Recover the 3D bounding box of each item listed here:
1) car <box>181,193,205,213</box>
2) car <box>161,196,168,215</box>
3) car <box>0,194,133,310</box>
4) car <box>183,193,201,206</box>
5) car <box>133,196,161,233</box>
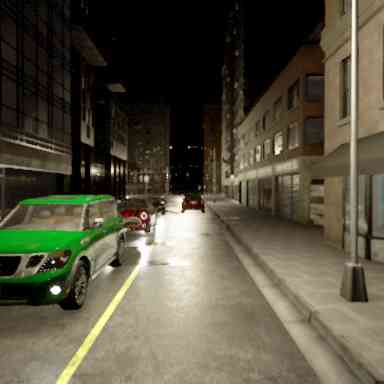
[{"bbox_3d":[0.099,0.933,30.544,2.097,1.767,4.553,0,1,0],"label":"car"},{"bbox_3d":[-3.058,1.106,28.180,2.128,1.511,4.902,0,1,0],"label":"car"},{"bbox_3d":[-3.075,1.112,7.902,2.150,2.045,5.566,0,1,1],"label":"car"},{"bbox_3d":[0.031,0.903,43.155,2.128,1.511,4.902,0,1,1],"label":"car"},{"bbox_3d":[-3.070,1.107,17.807,2.097,1.767,4.553,0,1,0],"label":"car"}]
